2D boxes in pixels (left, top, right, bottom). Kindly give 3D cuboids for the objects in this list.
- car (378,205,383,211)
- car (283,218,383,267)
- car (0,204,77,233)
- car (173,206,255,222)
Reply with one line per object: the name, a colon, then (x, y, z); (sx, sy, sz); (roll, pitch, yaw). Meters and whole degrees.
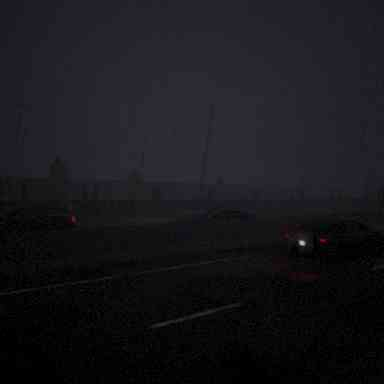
car: (22.864, 1.708, 36.923); (4.181, 1.385, 1.994); (0, 0, -20)
car: (5.139, 1.598, 11.683); (4.181, 1.385, 1.994); (0, 0, -35)
car: (-7.854, 1.364, 15.556); (4.553, 1.767, 2.097); (0, 0, -35)
car: (1.249, 1.528, 17.657); (4.902, 1.511, 2.128); (0, 0, -34)
